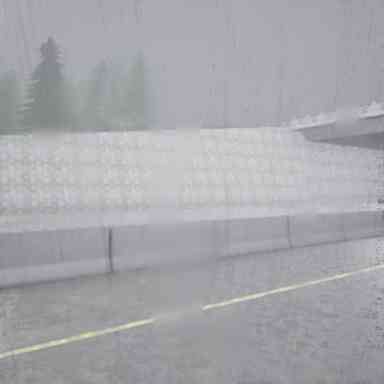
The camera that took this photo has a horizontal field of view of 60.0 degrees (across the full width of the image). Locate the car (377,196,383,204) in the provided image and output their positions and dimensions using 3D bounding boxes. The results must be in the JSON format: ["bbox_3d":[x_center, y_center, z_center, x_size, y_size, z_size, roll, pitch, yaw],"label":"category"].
[{"bbox_3d":[28.557,1.016,47.746,4.674,1.442,1.812,0,1,-33],"label":"car"}]
